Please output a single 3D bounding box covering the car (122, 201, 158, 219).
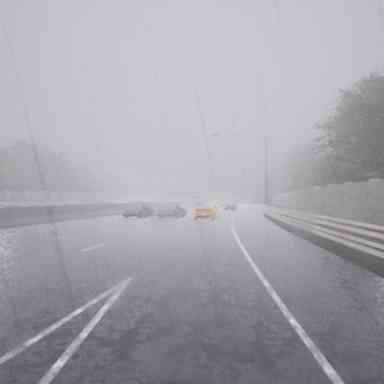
[{"bbox_3d":[-5.342,1.971,33.859,2.033,1.411,5.357,0,-1,12],"label":"car"}]

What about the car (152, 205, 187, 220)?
[{"bbox_3d":[-1.914,1.972,33.144,2.033,1.411,5.357,0,-1,12],"label":"car"}]

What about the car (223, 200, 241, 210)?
[{"bbox_3d":[7.065,2.549,59.087,1.895,1.301,4.718,0,-1,12],"label":"car"}]

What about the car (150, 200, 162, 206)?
[{"bbox_3d":[-9.091,2.868,84.511,1.994,1.385,4.181,0,-1,12],"label":"car"}]

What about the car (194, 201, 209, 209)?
[{"bbox_3d":[2.030,2.622,69.250,2.128,1.511,4.902,0,-1,12],"label":"car"}]

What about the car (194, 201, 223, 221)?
[{"bbox_3d":[1.514,1.911,32.435,1.882,1.535,5.008,0,-1,12],"label":"car"}]
